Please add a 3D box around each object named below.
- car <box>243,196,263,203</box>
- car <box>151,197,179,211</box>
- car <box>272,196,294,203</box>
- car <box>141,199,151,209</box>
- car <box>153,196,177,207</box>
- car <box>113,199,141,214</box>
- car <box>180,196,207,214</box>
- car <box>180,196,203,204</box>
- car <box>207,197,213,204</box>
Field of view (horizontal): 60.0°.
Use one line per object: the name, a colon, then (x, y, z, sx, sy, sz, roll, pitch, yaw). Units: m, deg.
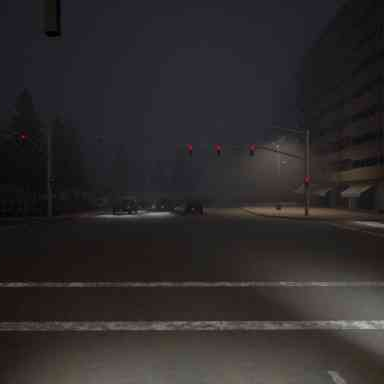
car: (12.261, 1.492, 66.731, 4.902, 1.511, 2.128, 0, 0, -43)
car: (-3.217, 1.491, 40.587, 2.128, 1.511, 4.902, 0, 0, 4)
car: (18.506, 1.478, 67.505, 5.008, 1.535, 1.882, 0, 0, -33)
car: (-6.407, 1.601, 44.083, 1.895, 1.301, 4.718, 0, 0, 6)
car: (-4.280, 1.491, 53.926, 2.128, 1.511, 4.902, 0, 0, 20)
car: (-6.952, 1.526, 35.004, 1.812, 1.442, 4.674, 0, 0, 2)
car: (0.157, 1.491, 35.137, 2.128, 1.511, 4.902, 0, 0, 1)
car: (-0.023, 1.491, 63.087, 2.128, 1.511, 4.902, 0, 0, 32)
car: (1.991, 1.601, 59.544, 1.895, 1.301, 4.718, 0, 0, 31)
